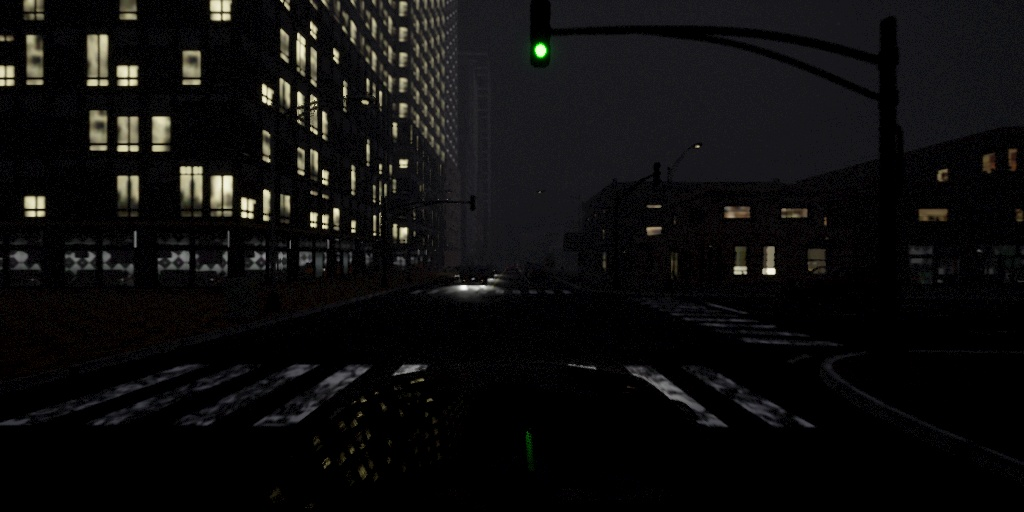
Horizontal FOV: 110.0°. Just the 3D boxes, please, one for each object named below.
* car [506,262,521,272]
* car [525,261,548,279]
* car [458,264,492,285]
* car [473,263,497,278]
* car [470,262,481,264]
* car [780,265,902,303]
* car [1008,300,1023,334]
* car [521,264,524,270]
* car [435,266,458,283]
[{"bbox_3d":[0.061,2.020,60.928,1.994,1.385,4.181,0,-1,0],"label":"car"},{"bbox_3d":[2.727,1.627,38.422,1.967,1.591,4.097,0,0,0],"label":"car"},{"bbox_3d":[-3.073,1.653,30.257,1.994,1.385,4.181,0,-1,0],"label":"car"},{"bbox_3d":[-3.059,1.771,40.110,1.994,1.385,4.181,0,-1,0],"label":"car"},{"bbox_3d":[-5.609,1.888,49.773,1.948,1.339,4.313,0,0,0],"label":"car"},{"bbox_3d":[16.535,1.367,18.125,5.009,1.841,2.192,0,0,1],"label":"car"},{"bbox_3d":[16.420,1.648,9.746,4.313,1.339,1.948,0,0,1],"label":"car"},{"bbox_3d":[2.739,1.636,49.710,2.192,1.841,5.009,0,0,0],"label":"car"},{"bbox_3d":[-5.797,1.645,32.672,1.751,1.417,4.829,0,0,0],"label":"car"}]
